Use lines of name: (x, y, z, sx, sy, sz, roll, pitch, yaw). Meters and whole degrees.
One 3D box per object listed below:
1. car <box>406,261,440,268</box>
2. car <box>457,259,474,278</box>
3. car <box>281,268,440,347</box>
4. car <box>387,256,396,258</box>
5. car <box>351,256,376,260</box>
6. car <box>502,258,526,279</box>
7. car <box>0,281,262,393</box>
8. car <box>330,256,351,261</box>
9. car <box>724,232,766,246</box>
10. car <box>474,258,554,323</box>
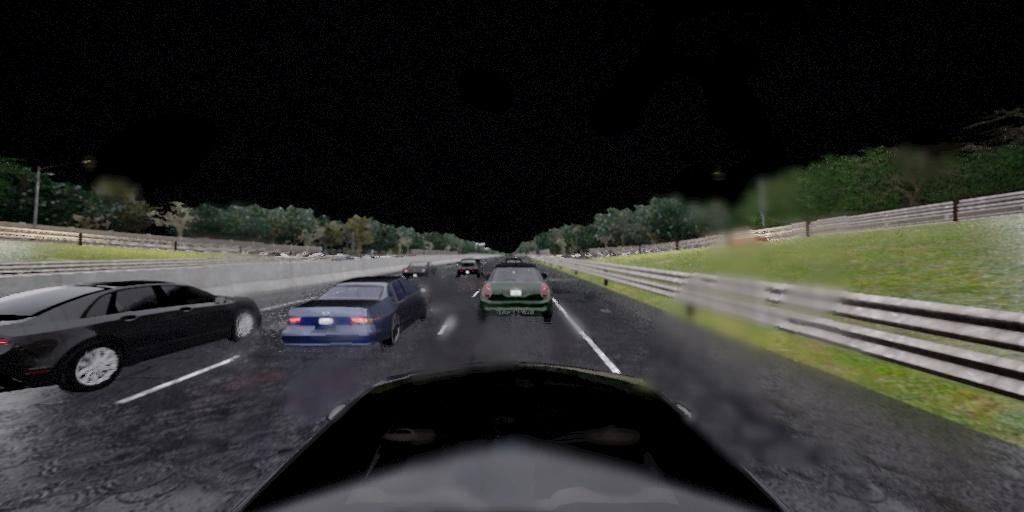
car: (-6.868, 1.060, 27.650, 1.895, 1.301, 4.718, 0, 1, 0)
car: (-3.364, 0.943, 29.510, 1.837, 1.490, 4.892, 0, 1, 0)
car: (-3.392, 1.215, 9.072, 2.033, 1.411, 5.357, 0, 1, 0)
car: (-17.502, 0.759, 52.359, 1.994, 1.385, 4.181, 0, 1, 0)
car: (-21.002, 0.725, 51.988, 1.812, 1.442, 4.674, 0, 1, 0)
car: (0.135, 0.941, 29.612, 1.837, 1.490, 4.892, 0, 1, 0)
car: (-6.898, 1.200, 6.577, 1.837, 1.490, 4.892, 0, 0, 0)
car: (-24.489, 0.747, 51.985, 2.033, 1.411, 5.357, 0, 1, 1)
car: (31.688, -2.183, 48.875, 2.150, 2.045, 5.566, 0, -3, -10)
car: (0.110, 0.988, 11.784, 2.097, 1.767, 4.553, 0, 1, 0)
